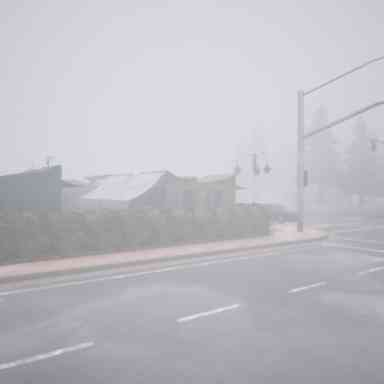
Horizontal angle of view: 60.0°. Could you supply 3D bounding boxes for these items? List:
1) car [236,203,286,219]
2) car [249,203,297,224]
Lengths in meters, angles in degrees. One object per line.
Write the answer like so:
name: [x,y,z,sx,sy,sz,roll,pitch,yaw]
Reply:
car: [6.593,1.754,32.285,1.895,1.301,4.718,0,0,-37]
car: [6.483,1.637,26.604,1.837,1.490,4.892,0,0,-37]
